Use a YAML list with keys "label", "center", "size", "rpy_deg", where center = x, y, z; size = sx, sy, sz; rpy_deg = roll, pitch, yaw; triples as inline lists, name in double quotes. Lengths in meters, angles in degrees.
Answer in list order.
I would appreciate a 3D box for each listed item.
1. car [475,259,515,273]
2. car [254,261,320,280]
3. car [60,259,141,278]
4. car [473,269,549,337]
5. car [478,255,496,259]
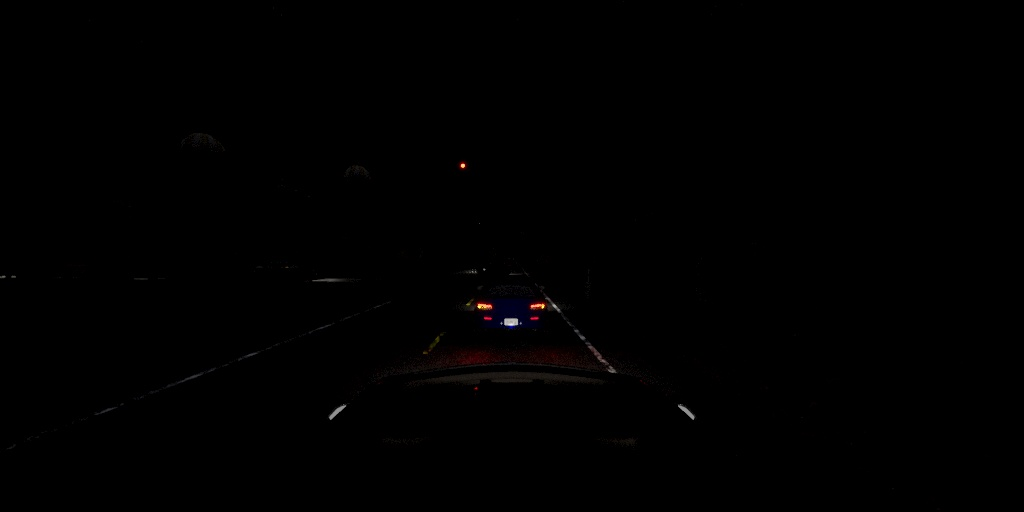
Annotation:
- label: "car"
  center: [-1.737, 1.290, 36.894]
  size: [1.994, 1.385, 4.181]
  rpy_deg: [0, 0, 30]
- label: "car"
  center: [-17.746, 1.124, 28.346]
  size: [4.674, 1.442, 1.812]
  rpy_deg: [1, 0, 2]
- label: "car"
  center: [-32.363, 0.938, 28.300]
  size: [5.008, 1.535, 1.882]
  rpy_deg: [0, 0, -1]
- label: "car"
  center: [-0.029, 1.274, 10.129]
  size: [1.812, 1.442, 4.674]
  rpy_deg: [0, 0, 0]
- label: "car"
  center: [-3.787, 0.934, 49.824]
  size: [2.150, 2.045, 5.566]
  rpy_deg: [0, 0, 0]
